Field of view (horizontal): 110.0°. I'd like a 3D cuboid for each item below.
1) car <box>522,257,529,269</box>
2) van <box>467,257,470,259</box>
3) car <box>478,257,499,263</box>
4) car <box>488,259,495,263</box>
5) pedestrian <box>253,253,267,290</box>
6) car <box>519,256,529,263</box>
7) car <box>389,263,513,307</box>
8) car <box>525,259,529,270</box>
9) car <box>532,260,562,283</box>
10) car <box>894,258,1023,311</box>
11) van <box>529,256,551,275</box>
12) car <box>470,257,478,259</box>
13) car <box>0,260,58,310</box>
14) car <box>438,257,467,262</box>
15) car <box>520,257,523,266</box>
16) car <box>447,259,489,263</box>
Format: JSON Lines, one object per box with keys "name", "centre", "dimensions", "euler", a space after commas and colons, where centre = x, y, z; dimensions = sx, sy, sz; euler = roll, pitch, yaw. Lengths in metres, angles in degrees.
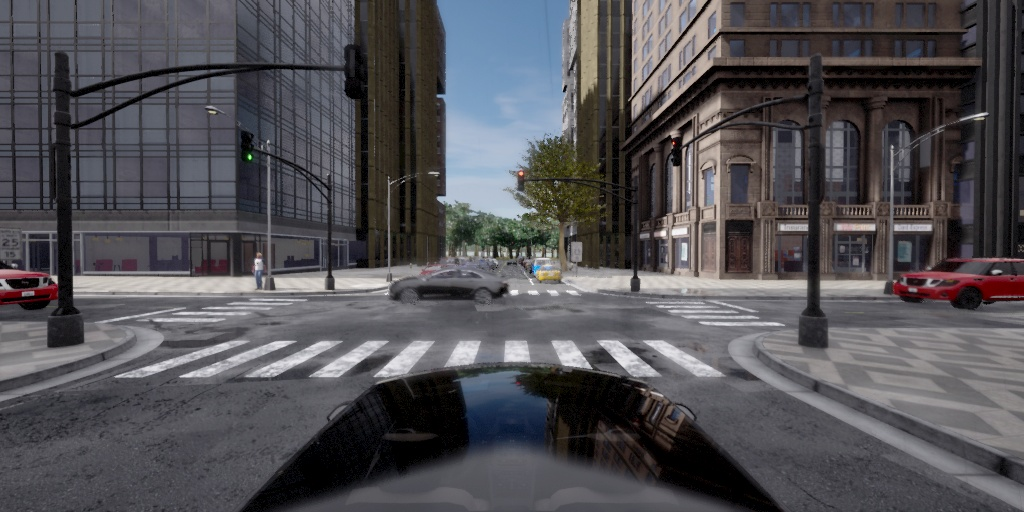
{"name": "car", "centre": [2.705, 1.207, 49.897], "dimensions": [1.751, 1.417, 4.829], "euler": [0, 0, 0]}
{"name": "van", "centre": [-5.806, 1.049, 38.350], "dimensions": [1.690, 1.789, 3.998], "euler": [0, 0, 0]}
{"name": "car", "centre": [-3.140, 1.182, 46.434], "dimensions": [2.128, 1.511, 4.902], "euler": [0, 0, 0]}
{"name": "car", "centre": [-3.134, 1.260, 36.323], "dimensions": [2.033, 1.411, 5.357], "euler": [0, 0, 0]}
{"name": "pedestrian", "centre": [-12.542, 0.741, 17.809], "dimensions": [0.375, 1.860, 0.375], "euler": [0, 0, 0]}
{"name": "car", "centre": [2.692, 1.201, 61.085], "dimensions": [2.007, 1.370, 4.403], "euler": [0, 0, 0]}
{"name": "car", "centre": [-2.512, 1.209, 14.809], "dimensions": [4.902, 1.511, 2.128], "euler": [0, 1, 0]}
{"name": "car", "centre": [2.719, 1.274, 38.368], "dimensions": [1.948, 1.339, 4.313], "euler": [0, 0, 0]}
{"name": "car", "centre": [2.732, 1.254, 27.178], "dimensions": [1.751, 1.417, 4.829], "euler": [0, 0, 0]}
{"name": "car", "centre": [19.411, 1.097, 14.874], "dimensions": [5.566, 2.045, 2.150], "euler": [1, 1, 0]}
{"name": "van", "centre": [2.726, 1.060, 32.688], "dimensions": [1.690, 1.789, 3.998], "euler": [0, 0, 0]}
{"name": "car", "centre": [-5.813, 1.011, 44.030], "dimensions": [2.192, 1.841, 5.009], "euler": [0, 0, 0]}
{"name": "car", "centre": [-18.386, 0.841, 11.553], "dimensions": [5.566, 2.045, 2.150], "euler": [1, 1, 0]}
{"name": "car", "centre": [-5.800, 1.034, 32.669], "dimensions": [2.192, 1.841, 5.009], "euler": [0, 0, 0]}
{"name": "car", "centre": [2.699, 1.212, 55.406], "dimensions": [1.888, 1.381, 4.507], "euler": [0, 0, 0]}
{"name": "car", "centre": [-3.135, 1.220, 26.500], "dimensions": [2.128, 1.511, 4.902], "euler": [0, 0, 1]}
